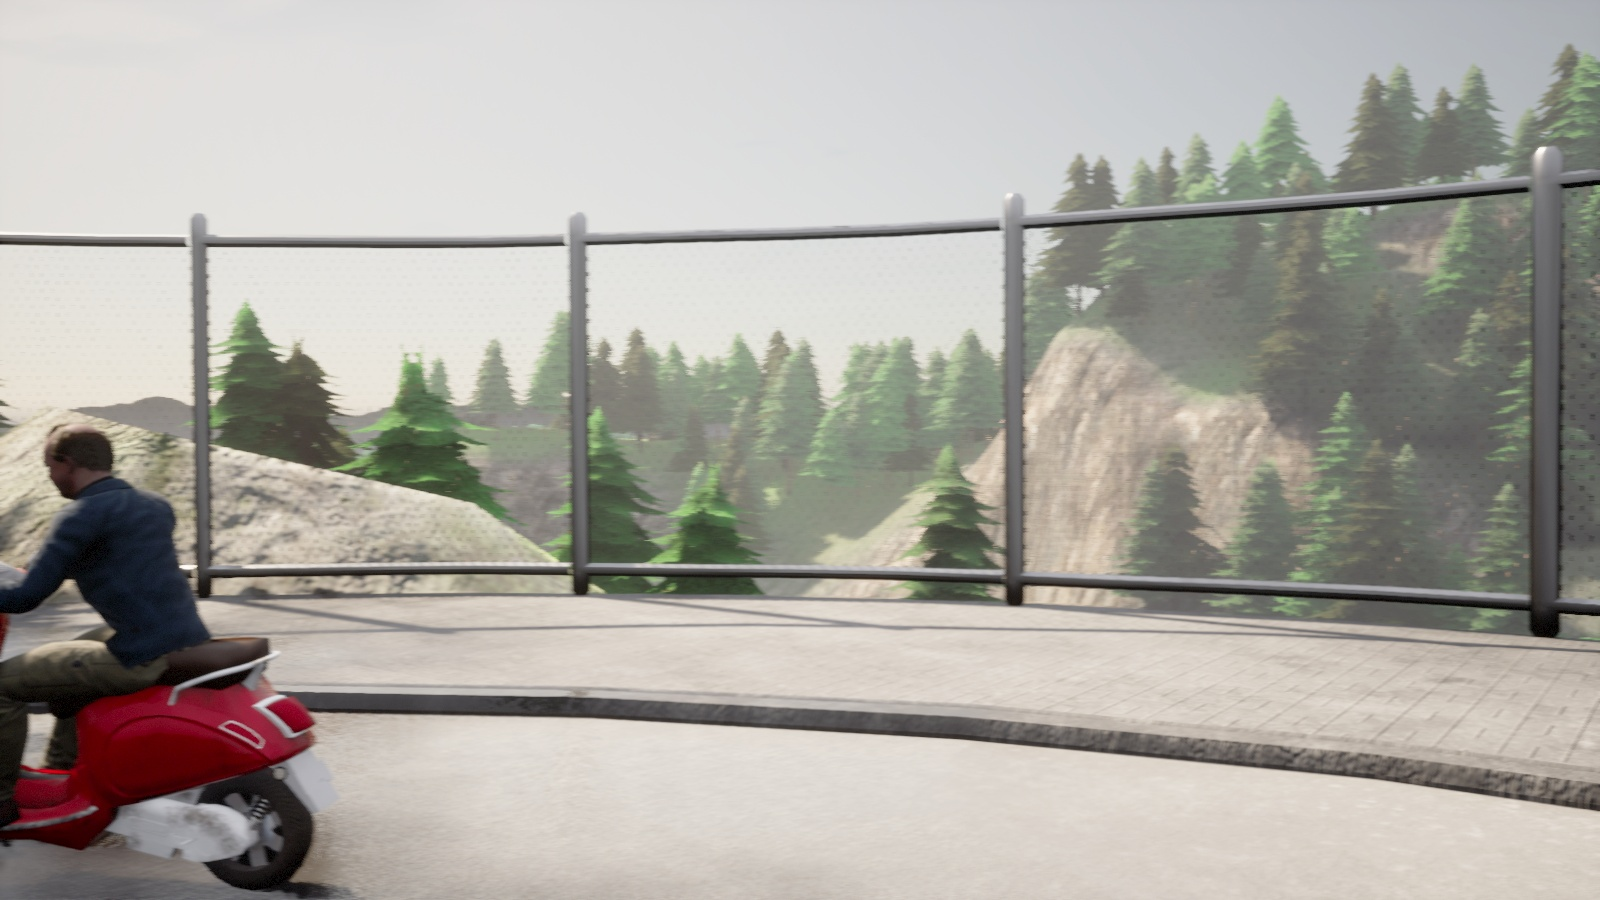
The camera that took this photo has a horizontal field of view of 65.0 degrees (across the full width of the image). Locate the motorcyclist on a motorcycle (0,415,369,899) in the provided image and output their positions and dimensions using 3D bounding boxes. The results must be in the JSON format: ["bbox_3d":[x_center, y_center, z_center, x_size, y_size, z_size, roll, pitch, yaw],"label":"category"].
[{"bbox_3d":[-2.562,0.684,4.329,1.817,1.590,0.866,0,3,7],"label":"motorcyclist on a motorcycle"}]
